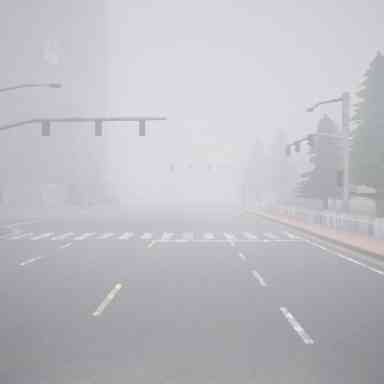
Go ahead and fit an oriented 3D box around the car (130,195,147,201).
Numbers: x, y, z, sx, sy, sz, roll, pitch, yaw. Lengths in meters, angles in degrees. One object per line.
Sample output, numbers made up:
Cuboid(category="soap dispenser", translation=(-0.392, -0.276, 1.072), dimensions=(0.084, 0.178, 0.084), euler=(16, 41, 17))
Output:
Cuboid(category="car", translation=(-14.166, 1.476, 87.956), dimensions=(5.008, 1.535, 1.882), euler=(0, 0, 37))
